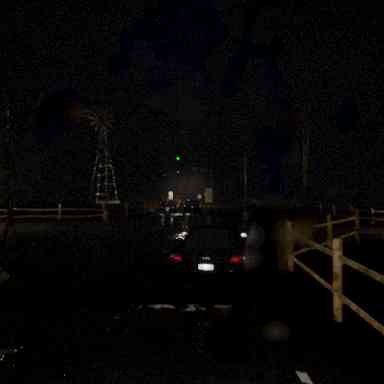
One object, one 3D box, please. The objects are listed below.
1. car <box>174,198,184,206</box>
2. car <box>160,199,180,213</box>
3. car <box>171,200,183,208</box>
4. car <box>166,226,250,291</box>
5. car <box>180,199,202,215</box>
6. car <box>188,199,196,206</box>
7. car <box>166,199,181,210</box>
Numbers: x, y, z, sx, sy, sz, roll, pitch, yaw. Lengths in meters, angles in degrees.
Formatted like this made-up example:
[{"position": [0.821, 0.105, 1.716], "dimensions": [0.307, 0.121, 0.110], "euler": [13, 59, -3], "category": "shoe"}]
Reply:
[{"position": [-2.763, 2.143, 71.079], "dimensions": [1.882, 1.535, 5.008], "euler": [0, -1, 0], "category": "car"}, {"position": [-2.853, 1.822, 41.196], "dimensions": [2.128, 1.511, 4.902], "euler": [0, -1, 0], "category": "car"}, {"position": [-2.764, 2.110, 60.950], "dimensions": [1.994, 1.385, 4.181], "euler": [0, -1, 0], "category": "car"}, {"position": [0.582, 1.622, 9.276], "dimensions": [1.994, 1.385, 4.181], "euler": [0, 0, 8], "category": "car"}, {"position": [0.064, 1.650, 38.003], "dimensions": [2.097, 1.767, 4.553], "euler": [0, -1, 0], "category": "car"}, {"position": [-0.013, 2.212, 72.507], "dimensions": [1.812, 1.442, 4.674], "euler": [0, -1, 0], "category": "car"}, {"position": [-2.804, 1.911, 50.999], "dimensions": [1.882, 1.535, 5.008], "euler": [0, -1, 1], "category": "car"}]
